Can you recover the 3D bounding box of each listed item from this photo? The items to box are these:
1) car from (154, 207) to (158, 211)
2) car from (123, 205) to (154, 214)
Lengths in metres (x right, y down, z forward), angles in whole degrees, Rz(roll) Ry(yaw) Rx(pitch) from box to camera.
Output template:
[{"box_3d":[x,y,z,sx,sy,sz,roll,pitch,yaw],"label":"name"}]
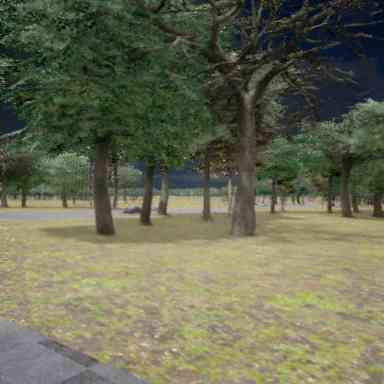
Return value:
[{"box_3d":[-9.677,3.497,72.517,1.895,1.301,4.718,1,-1,36],"label":"car"},{"box_3d":[-9.992,3.235,60.099,2.033,1.411,5.357,1,-1,36],"label":"car"}]
